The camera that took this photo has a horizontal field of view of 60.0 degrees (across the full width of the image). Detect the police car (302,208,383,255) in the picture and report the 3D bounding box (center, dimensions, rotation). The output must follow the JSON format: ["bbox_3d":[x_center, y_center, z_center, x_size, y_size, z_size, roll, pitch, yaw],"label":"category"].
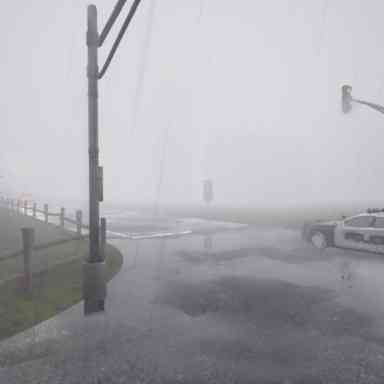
[{"bbox_3d":[6.412,1.404,11.853,1.930,1.638,5.238,0,1,-35],"label":"police car"}]

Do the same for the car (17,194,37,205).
[{"bbox_3d":[-24.683,1.041,49.675,2.097,1.767,4.553,-1,1,-35],"label":"car"}]
